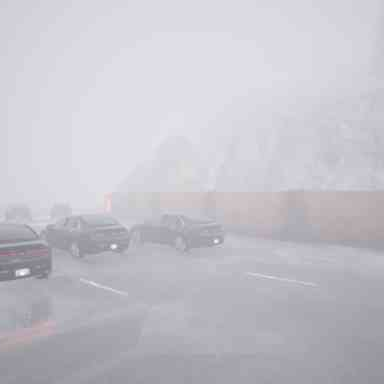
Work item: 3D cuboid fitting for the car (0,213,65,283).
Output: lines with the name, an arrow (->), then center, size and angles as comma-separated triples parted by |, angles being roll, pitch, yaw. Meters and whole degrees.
car -> -5.596, 1.593, 9.348 | 1.837, 1.490, 4.892 | 0, 0, -45

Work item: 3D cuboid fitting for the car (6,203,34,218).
car -> -15.105, 1.764, 29.139 | 1.837, 1.490, 4.892 | 0, 0, -25

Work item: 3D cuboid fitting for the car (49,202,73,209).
car -> -12.435, 1.772, 31.664 | 1.837, 1.490, 4.892 | 0, 0, -24

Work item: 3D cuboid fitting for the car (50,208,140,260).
car -> -4.323, 1.613, 13.065 | 1.837, 1.490, 4.892 | 0, 0, -44

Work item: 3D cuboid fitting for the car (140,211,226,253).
car -> -0.783, 1.610, 14.405 | 1.837, 1.490, 4.892 | 0, 0, -45
